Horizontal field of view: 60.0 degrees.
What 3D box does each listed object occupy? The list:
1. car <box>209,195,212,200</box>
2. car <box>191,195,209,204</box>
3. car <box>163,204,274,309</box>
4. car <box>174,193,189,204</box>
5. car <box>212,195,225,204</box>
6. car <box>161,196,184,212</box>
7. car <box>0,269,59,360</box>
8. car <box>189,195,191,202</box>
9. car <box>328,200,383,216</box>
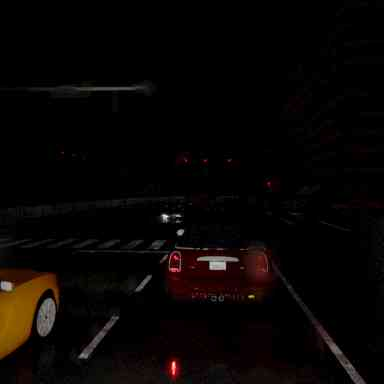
[{"bbox_3d":[5.307,1.459,85.736,1.882,1.535,5.008,0,0,34],"label":"car"},{"bbox_3d":[1.408,1.352,59.961,2.097,1.767,4.553,0,0,5],"label":"car"},{"bbox_3d":[0.656,1.352,8.121,2.097,1.767,4.553,0,0,5],"label":"car"},{"bbox_3d":[-2.326,1.224,59.463,2.150,2.045,5.566,0,0,5],"label":"car"},{"bbox_3d":[5.009,1.525,61.041,1.812,1.442,4.674,0,0,5],"label":"car"},{"bbox_3d":[-2.486,1.539,38.558,1.812,1.442,4.674,0,0,-11],"label":"car"},{"bbox_3d":[-3.262,1.478,3.519,1.882,1.535,5.008,0,0,5],"label":"car"},{"bbox_3d":[-0.709,1.355,72.036,2.097,1.767,4.553,0,0,13],"label":"car"},{"bbox_3d":[16.342,1.533,33.425,5.008,1.535,1.882,0,0,5],"label":"car"}]
